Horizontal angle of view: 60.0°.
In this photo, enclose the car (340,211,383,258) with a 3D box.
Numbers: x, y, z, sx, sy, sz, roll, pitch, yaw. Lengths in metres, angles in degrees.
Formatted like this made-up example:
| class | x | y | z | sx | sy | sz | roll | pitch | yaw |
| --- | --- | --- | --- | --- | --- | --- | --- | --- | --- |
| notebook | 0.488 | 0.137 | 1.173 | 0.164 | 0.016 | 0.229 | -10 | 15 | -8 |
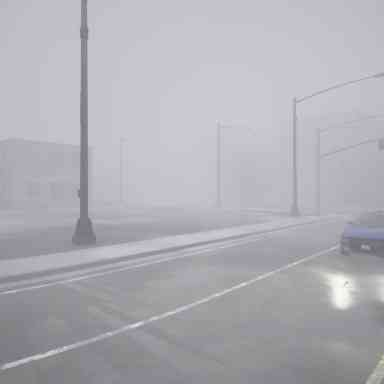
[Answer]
| class | x | y | z | sx | sy | sz | roll | pitch | yaw |
| --- | --- | --- | --- | --- | --- | --- | --- | --- | --- |
| car | 7.080 | 1.477 | 12.379 | 1.882 | 1.535 | 5.008 | 0 | 0 | 40 |
